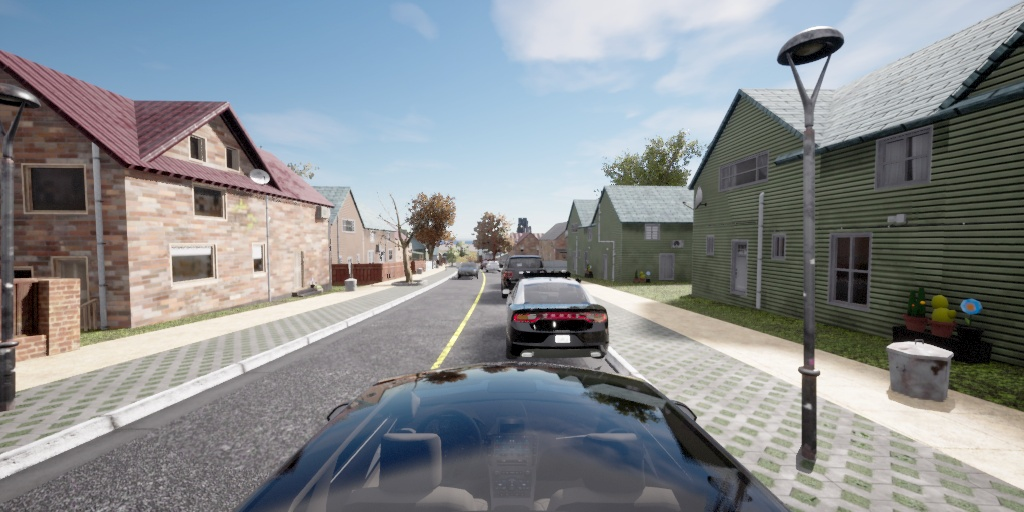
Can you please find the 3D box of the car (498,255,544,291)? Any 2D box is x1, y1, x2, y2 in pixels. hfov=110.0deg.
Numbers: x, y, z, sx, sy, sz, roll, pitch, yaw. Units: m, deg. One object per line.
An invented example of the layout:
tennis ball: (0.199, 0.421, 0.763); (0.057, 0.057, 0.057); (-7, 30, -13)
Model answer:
car: (0.529, 0.987, 18.515); (2.150, 2.045, 5.566); (0, 0, -2)

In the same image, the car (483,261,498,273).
car: (-2.516, 1.410, 47.592); (1.812, 1.442, 4.674); (0, 0, -6)

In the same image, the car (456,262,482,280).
car: (-3.963, 1.328, 32.786); (1.837, 1.490, 4.892); (0, 0, -5)

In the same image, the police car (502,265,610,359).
police car: (0.803, 1.174, 8.534); (1.930, 1.638, 5.238); (0, 0, -1)
